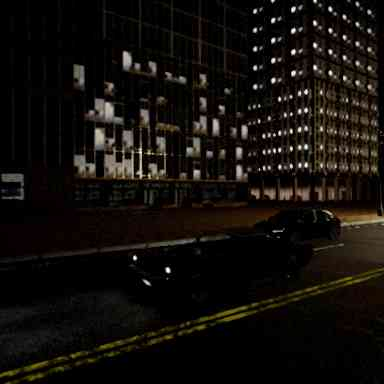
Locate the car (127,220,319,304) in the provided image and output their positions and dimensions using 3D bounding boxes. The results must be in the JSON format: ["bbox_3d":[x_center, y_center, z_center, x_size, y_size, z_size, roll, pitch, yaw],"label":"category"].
[{"bbox_3d":[0.861,1.595,8.292,4.718,1.301,1.895,0,0,-35],"label":"car"}]

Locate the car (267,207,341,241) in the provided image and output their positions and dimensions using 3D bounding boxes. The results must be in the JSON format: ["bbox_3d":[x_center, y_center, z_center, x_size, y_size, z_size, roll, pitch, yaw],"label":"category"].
[{"bbox_3d":[4.845,1.490,15.122,4.892,1.490,1.837,0,0,-35],"label":"car"}]
